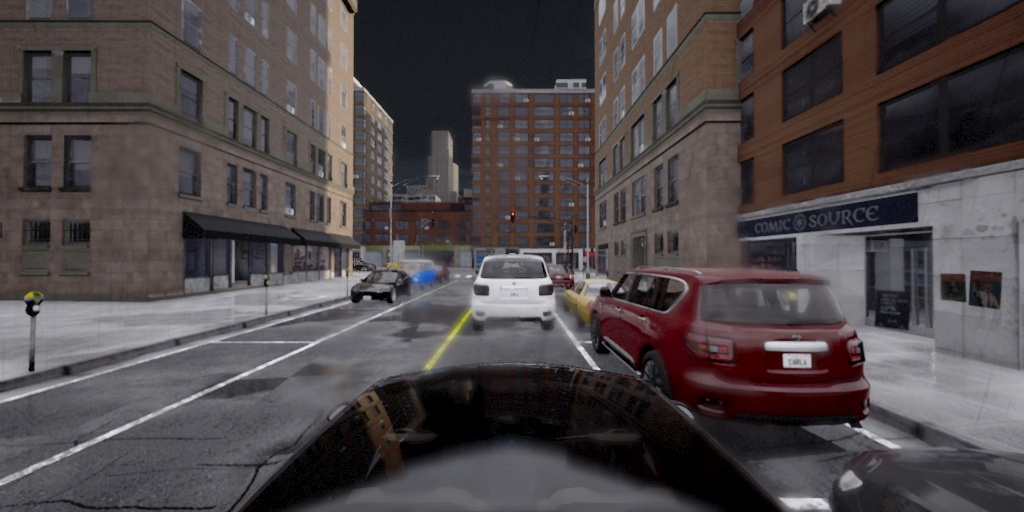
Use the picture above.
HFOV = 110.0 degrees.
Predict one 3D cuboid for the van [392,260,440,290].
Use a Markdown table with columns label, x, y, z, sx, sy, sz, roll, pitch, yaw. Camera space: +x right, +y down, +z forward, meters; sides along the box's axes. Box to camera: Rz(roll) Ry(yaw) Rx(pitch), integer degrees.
| label | x | y | z | sx | sy | sz | roll | pitch | yaw |
| --- | --- | --- | --- | --- | --- | --- | --- | --- | --- |
| van | -5.893 | 1.121 | 22.186 | 1.690 | 1.789 | 3.998 | 0 | 0 | 0 |

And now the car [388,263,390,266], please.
| label | x | y | z | sx | sy | sz | roll | pitch | yaw |
| --- | --- | --- | --- | --- | --- | --- | --- | --- | --- |
| car | -12.623 | 1.189 | 43.782 | 5.008 | 1.535 | 1.882 | 0 | -1 | 0 |

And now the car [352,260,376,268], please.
| label | x | y | z | sx | sy | sz | roll | pitch | yaw |
| --- | --- | --- | --- | --- | --- | --- | --- | --- | --- |
| car | -17.828 | 1.142 | 40.556 | 4.892 | 1.490 | 1.837 | 0 | -1 | 0 |

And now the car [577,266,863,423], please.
| label | x | y | z | sx | sy | sz | roll | pitch | yaw |
| --- | --- | --- | --- | --- | --- | --- | --- | --- | --- |
| car | 2.663 | 1.069 | 5.752 | 2.192 | 1.841 | 5.009 | 0 | 0 | 0 |

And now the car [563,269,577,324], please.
| label | x | y | z | sx | sy | sz | roll | pitch | yaw |
| --- | --- | --- | --- | --- | --- | --- | --- | --- | --- |
| car | 2.652 | 1.287 | 11.405 | 1.751 | 1.417 | 4.829 | 0 | 0 | 0 |

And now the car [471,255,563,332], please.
| label | x | y | z | sx | sy | sz | roll | pitch | yaw |
| --- | --- | --- | --- | --- | --- | --- | --- | --- | --- |
| car | 0.017 | 0.983 | 11.100 | 2.150 | 2.045 | 5.566 | 0 | 0 | -1 |

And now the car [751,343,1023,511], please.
| label | x | y | z | sx | sy | sz | roll | pitch | yaw |
| --- | --- | --- | --- | --- | --- | --- | --- | --- | --- |
| car | 2.672 | 1.300 | 0.270 | 2.007 | 1.370 | 4.403 | 0 | 0 | 0 |

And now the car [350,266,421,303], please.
| label | x | y | z | sx | sy | sz | roll | pitch | yaw |
| --- | --- | --- | --- | --- | --- | --- | --- | --- | --- |
| car | -5.883 | 1.336 | 16.704 | 1.948 | 1.339 | 4.313 | 0 | 0 | 0 |

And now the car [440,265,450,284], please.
| label | x | y | z | sx | sy | sz | roll | pitch | yaw |
| --- | --- | --- | --- | --- | --- | --- | --- | --- | --- |
| car | -5.902 | 1.335 | 27.668 | 1.888 | 1.381 | 4.507 | 0 | 0 | 0 |

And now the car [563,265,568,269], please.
| label | x | y | z | sx | sy | sz | roll | pitch | yaw |
| --- | --- | --- | --- | --- | --- | --- | --- | --- | --- |
| car | 2.633 | 1.220 | 22.200 | 1.967 | 1.591 | 4.097 | 0 | 0 | 0 |
